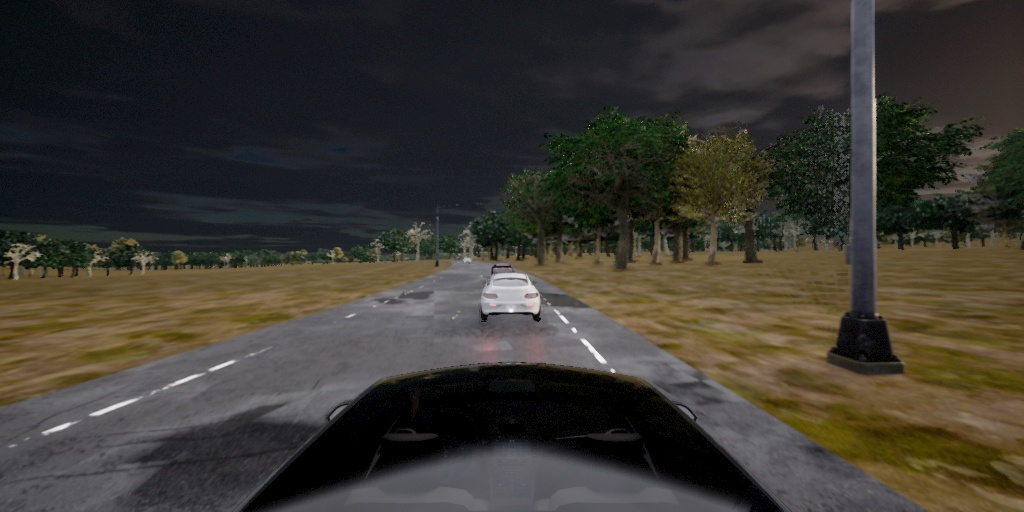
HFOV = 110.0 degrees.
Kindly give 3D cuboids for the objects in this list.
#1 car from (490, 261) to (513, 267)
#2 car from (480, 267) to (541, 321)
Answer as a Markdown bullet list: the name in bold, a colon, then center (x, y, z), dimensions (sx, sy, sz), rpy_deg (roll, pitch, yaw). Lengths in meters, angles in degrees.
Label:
- **car**: center (-0.882, 1.201, 31.151), dimensions (2.128, 1.511, 4.902), rpy_deg (0, 0, -4)
- **car**: center (-0.083, 1.273, 12.356), dimensions (1.812, 1.442, 4.674), rpy_deg (0, 0, -1)
